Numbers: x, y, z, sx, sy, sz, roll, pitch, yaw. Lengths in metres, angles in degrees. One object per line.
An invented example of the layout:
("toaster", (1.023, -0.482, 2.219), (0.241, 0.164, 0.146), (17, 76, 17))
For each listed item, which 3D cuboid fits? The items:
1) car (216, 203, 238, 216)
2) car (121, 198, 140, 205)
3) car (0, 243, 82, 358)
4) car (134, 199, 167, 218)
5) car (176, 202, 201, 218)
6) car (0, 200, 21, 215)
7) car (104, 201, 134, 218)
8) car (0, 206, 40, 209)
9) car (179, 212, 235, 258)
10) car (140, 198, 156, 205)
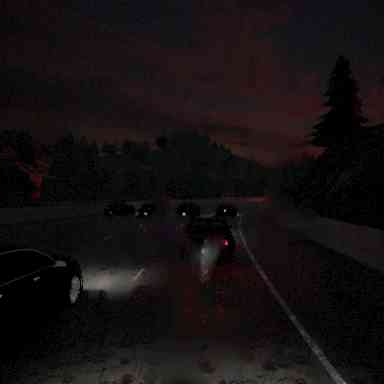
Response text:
("car", (3.746, 1.888, 35.527), (1.994, 1.385, 4.181), (0, 0, 12))
("car", (-13.851, 2.054, 75.343), (1.882, 1.535, 5.008), (0, -1, 21))
("car", (-3.263, 1.540, 5.114), (1.837, 1.490, 4.892), (0, 0, 2))
("car", (-3.839, 1.781, 33.150), (1.837, 1.490, 4.892), (0, 0, 10))
("car", (-0.289, 1.794, 33.101), (1.837, 1.490, 4.892), (0, 0, 10))
("car", (-21.212, 1.712, 36.286), (1.882, 1.535, 5.008), (0, -1, 10))
("car", (-7.259, 1.760, 33.897), (2.128, 1.511, 4.902), (0, 0, 10))
("car", (-17.860, 1.715, 35.156), (1.882, 1.535, 5.008), (0, -1, 10))
("car", (0.649, 1.720, 13.299), (1.895, 1.301, 4.718), (0, 0, 4))
("car", (-9.966, 2.167, 75.661), (1.994, 1.385, 4.181), (0, -1, 21))
